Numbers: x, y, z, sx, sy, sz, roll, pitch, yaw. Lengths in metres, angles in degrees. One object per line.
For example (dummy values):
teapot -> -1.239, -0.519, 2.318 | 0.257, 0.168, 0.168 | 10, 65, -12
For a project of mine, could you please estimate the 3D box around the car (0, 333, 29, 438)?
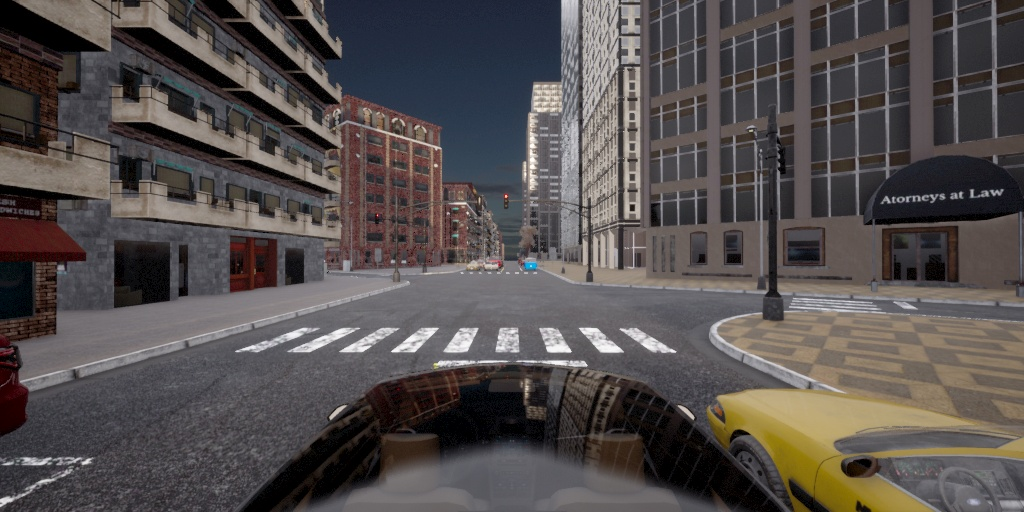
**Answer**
car -> -5.314, 1.065, 1.065 | 2.192, 1.841, 5.009 | 0, 0, 0

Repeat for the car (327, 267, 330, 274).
car -> -23.423, 1.525, 42.664 | 4.181, 1.385, 1.994 | 0, -1, 41

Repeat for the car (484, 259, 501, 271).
car -> -2.862, 1.397, 50.179 | 1.895, 1.301, 4.718 | 0, 0, -2

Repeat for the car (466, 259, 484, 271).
car -> -5.329, 1.321, 49.895 | 1.751, 1.417, 4.829 | 0, 0, 0

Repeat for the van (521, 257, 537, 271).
van -> 2.552, 1.136, 50.067 | 1.690, 1.789, 3.998 | 0, 0, 0

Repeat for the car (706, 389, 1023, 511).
car -> 2.566, 1.275, 1.244 | 1.751, 1.417, 4.829 | 0, 0, 0

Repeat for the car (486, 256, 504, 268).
car -> -2.848, 1.038, 59.686 | 2.150, 2.045, 5.566 | 0, 0, 0
